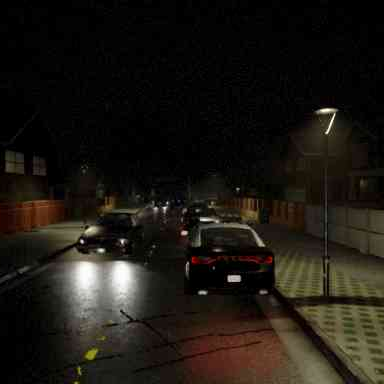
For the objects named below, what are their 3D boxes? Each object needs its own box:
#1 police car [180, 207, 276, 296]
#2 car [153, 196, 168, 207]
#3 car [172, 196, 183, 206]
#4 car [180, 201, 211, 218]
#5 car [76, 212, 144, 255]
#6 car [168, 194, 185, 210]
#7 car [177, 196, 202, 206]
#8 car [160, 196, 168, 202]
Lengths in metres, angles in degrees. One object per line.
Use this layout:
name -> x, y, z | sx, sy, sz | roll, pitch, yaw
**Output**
police car -> 0.745, 1.427, 8.835 | 1.930, 1.638, 5.238 | 0, 0, -1
car -> -5.267, 1.641, 54.894 | 1.812, 1.442, 4.674 | 0, 0, -3
car -> -2.670, 1.602, 60.100 | 1.882, 1.535, 5.008 | 0, 0, -3
car -> 0.454, 1.493, 18.769 | 1.882, 1.535, 5.008 | 0, 0, -2
car -> -3.068, 1.556, 13.654 | 2.033, 1.411, 5.357 | 0, 0, -2
car -> -1.833, 1.311, 45.804 | 2.150, 2.045, 5.566 | 0, 0, -3
car -> 0.177, 1.380, 24.762 | 2.097, 1.767, 4.553 | 0, 0, -3
car -> -6.668, 1.692, 80.097 | 1.812, 1.442, 4.674 | 0, 0, -4
